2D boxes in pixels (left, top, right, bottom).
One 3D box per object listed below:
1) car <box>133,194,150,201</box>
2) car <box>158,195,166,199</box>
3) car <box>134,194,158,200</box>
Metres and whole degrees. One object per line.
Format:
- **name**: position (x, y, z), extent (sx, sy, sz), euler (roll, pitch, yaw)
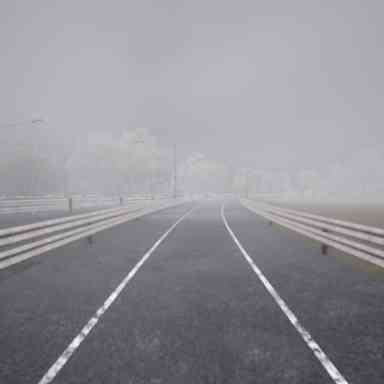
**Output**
- **car**: position (-11.169, 1.228, 73.867), extent (1.882, 1.535, 5.008), euler (0, 0, 17)
- **car**: position (-5.523, 1.336, 68.366), extent (1.895, 1.301, 4.718), euler (0, 0, 17)
- **car**: position (-9.460, 1.283, 67.270), extent (2.033, 1.411, 5.357), euler (0, 0, 17)
